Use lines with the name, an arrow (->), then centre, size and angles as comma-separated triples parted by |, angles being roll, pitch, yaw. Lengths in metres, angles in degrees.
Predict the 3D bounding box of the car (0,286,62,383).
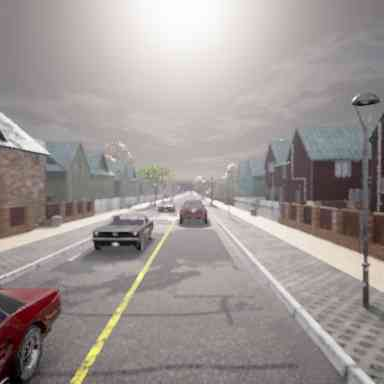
car -> -2.842, 1.604, 2.662 | 1.895, 1.301, 4.718 | 0, 0, 0

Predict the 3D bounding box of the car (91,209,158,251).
car -> -2.798, 1.616, 14.396 | 1.895, 1.301, 4.718 | 0, 0, 0

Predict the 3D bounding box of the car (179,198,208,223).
car -> 0.110, 1.378, 26.020 | 2.097, 1.767, 4.553 | 0, 0, 0

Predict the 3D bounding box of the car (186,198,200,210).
car -> 0.116, 1.558, 44.372 | 1.837, 1.490, 4.892 | 0, 0, 0

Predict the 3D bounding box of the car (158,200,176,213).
car -> -2.831, 1.593, 38.288 | 2.033, 1.411, 5.357 | 0, 0, 0
